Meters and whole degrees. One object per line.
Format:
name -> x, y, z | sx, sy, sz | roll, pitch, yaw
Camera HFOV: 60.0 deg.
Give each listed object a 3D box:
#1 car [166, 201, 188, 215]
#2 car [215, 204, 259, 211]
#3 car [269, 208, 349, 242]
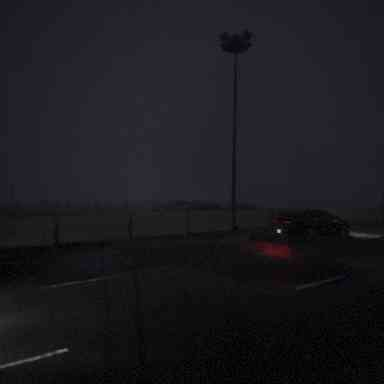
car -> 0.537, 1.558, 30.275 | 4.902, 1.511, 2.128 | 0, 0, -36
car -> 3.967, 1.641, 28.432 | 4.181, 1.385, 1.994 | 0, 0, -36
car -> 5.960, 1.553, 16.681 | 4.892, 1.490, 1.837 | 0, 0, -36
